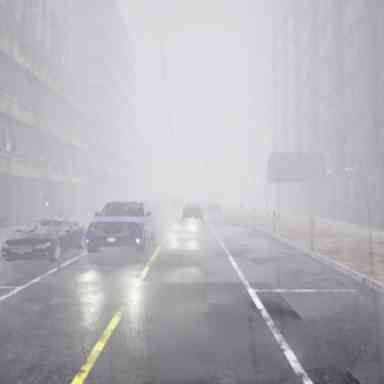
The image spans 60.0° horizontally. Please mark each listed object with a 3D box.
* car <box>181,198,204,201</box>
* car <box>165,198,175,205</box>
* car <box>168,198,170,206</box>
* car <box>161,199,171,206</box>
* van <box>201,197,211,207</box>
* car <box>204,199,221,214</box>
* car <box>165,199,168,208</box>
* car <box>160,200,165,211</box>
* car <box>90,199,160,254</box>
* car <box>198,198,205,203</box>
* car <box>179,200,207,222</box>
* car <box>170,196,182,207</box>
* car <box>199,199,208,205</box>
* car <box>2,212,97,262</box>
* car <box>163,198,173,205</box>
[{"bbox_3d":[0.060,1.860,41.167,2.128,1.511,4.902,0,0,0],"label":"car"},{"bbox_3d":[-5.288,2.160,80.250,1.967,1.590,4.097,1,-1,0],"label":"car"},{"bbox_3d":[-5.295,2.097,57.664,1.802,1.307,4.206,1,-1,0],"label":"car"},{"bbox_3d":[-5.292,2.199,68.956,1.802,1.307,4.206,1,-1,0],"label":"car"},{"bbox_3d":[2.590,1.905,63.148,1.690,1.788,3.998,1,-1,0],"label":"van"},{"bbox_3d":[2.583,1.912,40.537,2.008,1.369,4.403,1,-1,0],"label":"car"},{"bbox_3d":[-5.294,1.905,52.019,1.967,1.590,4.097,1,-1,0],"label":"car"},{"bbox_3d":[-5.296,1.980,46.372,1.947,1.339,4.313,1,-1,0],"label":"car"},{"bbox_3d":[-2.848,1.351,14.517,2.150,2.045,5.566,0,-1,0],"label":"car"},{"bbox_3d":[2.593,2.349,91.576,1.752,1.417,4.829,1,-1,0],"label":"car"},{"bbox_3d":[0.087,1.768,29.317,1.837,1.490,4.892,0,0,0],"label":"car"},{"bbox_3d":[-2.739,1.763,62.242,2.150,2.045,5.566,0,-1,0],"label":"car"},{"bbox_3d":[2.589,2.211,74.450,1.887,1.381,4.507,1,-1,0],"label":"car"},{"bbox_3d":[-5.303,1.663,12.494,2.008,1.369,4.403,1,-1,0],"label":"car"},{"bbox_3d":[-5.291,2.192,74.433,1.752,1.417,4.829,1,-1,0],"label":"car"}]
